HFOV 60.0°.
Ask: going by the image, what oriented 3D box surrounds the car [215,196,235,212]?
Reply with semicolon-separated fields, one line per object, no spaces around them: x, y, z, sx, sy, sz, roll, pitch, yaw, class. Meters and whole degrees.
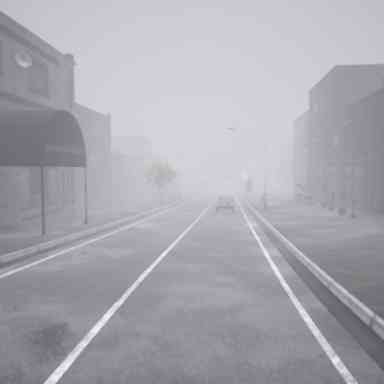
3.226;1.077;32.374;2.033;1.411;5.357;1;1;6;car
